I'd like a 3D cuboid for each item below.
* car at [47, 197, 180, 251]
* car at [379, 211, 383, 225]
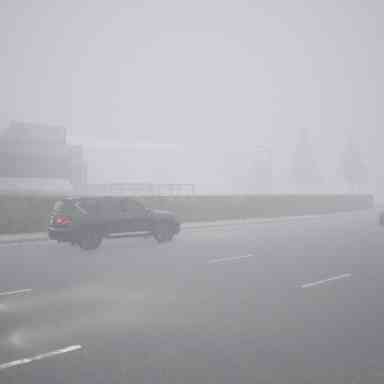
[{"bbox_3d":[-3.220,1.221,14.342,5.566,2.045,2.150,0,0,-35],"label":"car"},{"bbox_3d":[14.660,1.564,22.782,4.181,1.385,1.994,0,0,-35],"label":"car"}]
